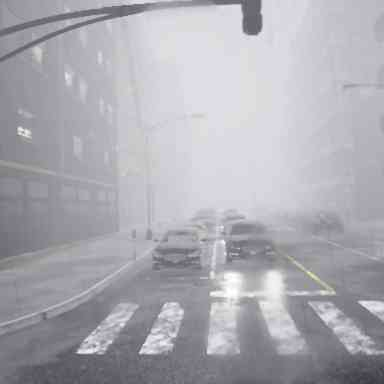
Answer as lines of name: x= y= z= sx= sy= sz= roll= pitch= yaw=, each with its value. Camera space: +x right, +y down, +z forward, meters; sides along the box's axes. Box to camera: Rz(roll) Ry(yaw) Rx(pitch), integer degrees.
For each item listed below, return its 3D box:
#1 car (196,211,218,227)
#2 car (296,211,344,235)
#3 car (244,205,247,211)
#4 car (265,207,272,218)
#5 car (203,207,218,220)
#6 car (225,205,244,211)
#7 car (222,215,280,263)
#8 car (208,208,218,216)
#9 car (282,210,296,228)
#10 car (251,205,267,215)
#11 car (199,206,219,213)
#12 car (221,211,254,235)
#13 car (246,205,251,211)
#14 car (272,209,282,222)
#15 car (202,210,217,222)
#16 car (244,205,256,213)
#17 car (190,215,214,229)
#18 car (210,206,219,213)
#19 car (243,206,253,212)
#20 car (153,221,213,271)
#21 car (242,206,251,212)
car: x=1.062 y=2.652 z=29.392 sx=1.887 sy=1.381 sz=4.507 roll=-1 pitch=-2 yaw=5
car: x=8.928 y=2.015 z=23.117 sx=1.967 sy=1.590 sz=4.097 roll=-1 pitch=-2 yaw=5
car: x=13.195 y=3.944 z=73.008 sx=1.887 sy=1.381 sz=4.507 roll=-2 pitch=-2 yaw=5
car: x=10.366 y=2.712 z=39.915 sx=1.752 sy=1.417 sz=4.829 roll=-1 pitch=-2 yaw=5
car: x=2.953 y=3.232 z=51.576 sx=2.192 sy=1.841 sz=5.009 roll=-1 pitch=-2 yaw=5
car: x=4.282 y=2.620 z=36.333 sx=2.097 sy=1.767 sz=4.553 roll=-2 pitch=-3 yaw=8
car: x=2.334 y=1.960 z=14.027 sx=1.837 sy=1.490 sz=4.892 roll=-2 pitch=-2 yaw=5
car: x=4.380 y=4.092 z=68.199 sx=1.947 sy=1.339 sz=4.313 roll=-1 pitch=-2 yaw=5
car: x=9.404 y=2.328 z=28.657 sx=2.008 sy=1.369 sz=4.403 roll=-1 pitch=-2 yaw=5
car: x=11.768 y=3.104 z=56.386 sx=2.192 sy=1.841 sz=5.009 roll=-2 pitch=-2 yaw=5
car: x=1.531 y=2.624 z=34.945 sx=2.192 sy=1.841 sz=5.009 roll=-1 pitch=-2 yaw=5
car: x=3.181 y=2.340 z=23.900 sx=1.812 sy=1.442 sz=4.674 roll=-2 pitch=-2 yaw=5
car: x=12.721 y=3.747 z=67.465 sx=2.008 sy=1.369 sz=4.403 roll=-2 pitch=-2 yaw=5
car: x=9.878 y=2.530 z=34.201 sx=2.008 sy=1.369 sz=4.403 roll=-1 pitch=-2 yaw=5
car: x=2.469 y=3.233 z=45.855 sx=1.752 sy=1.417 sz=4.829 roll=-1 pitch=-2 yaw=5
car: x=13.663 y=3.918 z=78.561 sx=2.192 sy=1.841 sz=5.009 roll=-2 pitch=-2 yaw=5
car: x=0.100 y=2.223 z=18.135 sx=1.752 sy=1.417 sz=4.829 roll=-1 pitch=-2 yaw=5
car: x=5.796 y=4.452 z=84.840 sx=2.192 sy=1.841 sz=5.009 roll=-1 pitch=-2 yaw=5
car: x=14.143 y=4.358 z=84.097 sx=2.008 sy=1.369 sz=4.403 roll=-2 pitch=-2 yaw=5
car: x=-0.359 y=2.054 z=12.759 sx=2.008 sy=1.369 sz=4.403 roll=-1 pitch=-2 yaw=5
car: x=14.617 y=4.577 z=89.640 sx=1.947 sy=1.339 sz=4.313 roll=-2 pitch=-2 yaw=5
